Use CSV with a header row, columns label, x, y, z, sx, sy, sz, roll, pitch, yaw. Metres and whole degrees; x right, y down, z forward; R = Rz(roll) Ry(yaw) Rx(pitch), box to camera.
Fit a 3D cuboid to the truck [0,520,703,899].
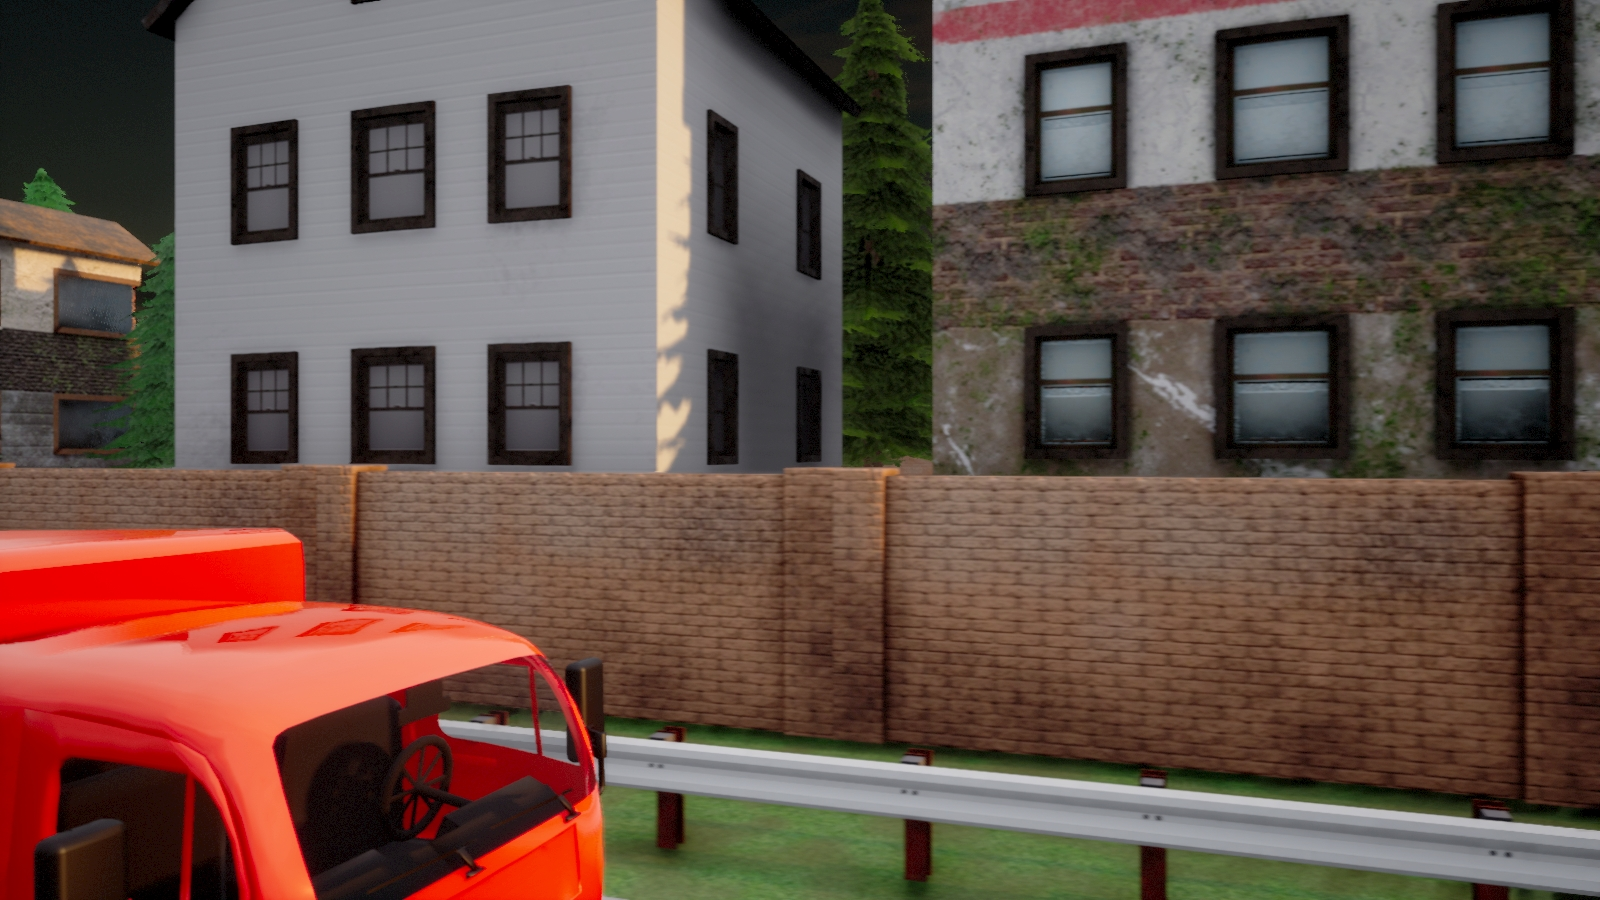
label,x,y,z,sx,sy,sz,roll,pitch,yaw
truck,-3.313,1.587,4.504,5.204,2.467,2.627,-1,0,20
